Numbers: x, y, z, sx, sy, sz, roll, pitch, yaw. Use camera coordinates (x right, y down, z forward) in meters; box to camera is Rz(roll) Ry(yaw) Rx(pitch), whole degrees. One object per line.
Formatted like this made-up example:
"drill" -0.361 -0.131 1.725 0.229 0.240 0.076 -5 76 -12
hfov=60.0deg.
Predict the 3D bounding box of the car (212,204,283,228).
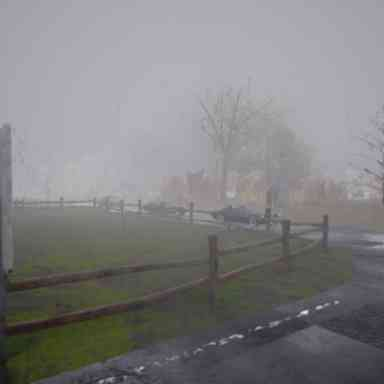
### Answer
"car" 3.396 1.450 21.068 1.895 1.301 4.718 -1 1 -35

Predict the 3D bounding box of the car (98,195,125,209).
"car" -9.545 1.171 39.332 2.128 1.511 4.902 -1 1 -35

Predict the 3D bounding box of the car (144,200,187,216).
"car" -2.400 1.375 29.243 1.895 1.301 4.718 -1 1 -35
